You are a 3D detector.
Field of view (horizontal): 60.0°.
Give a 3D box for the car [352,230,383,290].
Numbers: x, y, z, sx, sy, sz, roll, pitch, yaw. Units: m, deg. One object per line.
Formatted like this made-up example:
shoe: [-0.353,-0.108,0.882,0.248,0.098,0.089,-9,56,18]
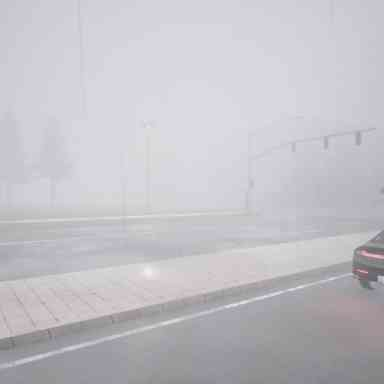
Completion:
car: [5.717,1.492,7.848,4.902,1.511,2.128,0,0,-36]
